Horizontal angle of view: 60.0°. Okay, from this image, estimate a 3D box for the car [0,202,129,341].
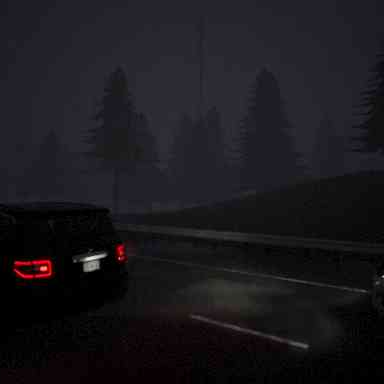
[{"bbox_3d":[-3.720,1.224,6.643,5.566,2.045,2.150,0,0,35],"label":"car"}]

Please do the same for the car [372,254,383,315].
[{"bbox_3d":[5.529,1.220,4.346,5.566,2.045,2.150,0,0,35],"label":"car"}]

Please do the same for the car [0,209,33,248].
[{"bbox_3d":[-9.689,1.554,15.200,5.357,1.411,2.033,0,0,36],"label":"car"}]
